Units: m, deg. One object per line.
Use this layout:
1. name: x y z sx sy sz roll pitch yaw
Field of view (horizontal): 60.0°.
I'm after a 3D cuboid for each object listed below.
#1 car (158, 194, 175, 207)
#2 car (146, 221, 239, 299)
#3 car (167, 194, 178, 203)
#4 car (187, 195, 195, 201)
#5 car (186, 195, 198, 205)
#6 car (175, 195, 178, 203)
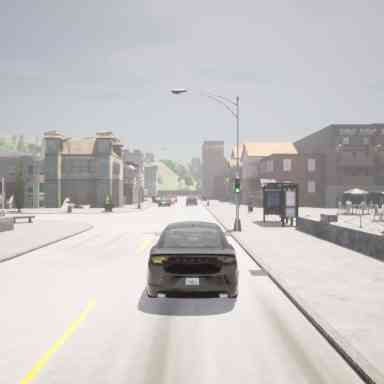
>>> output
1. car: -4.232 1.491 51.979 2.128 1.511 4.902 0 0 0
2. car: 0.028 1.478 8.534 1.882 1.535 5.008 0 0 0
3. car: -4.190 1.355 71.142 2.097 1.767 4.553 0 0 0
4. car: -0.230 1.500 86.030 1.837 1.490 4.892 0 0 0
5. car: -0.052 1.477 58.555 1.882 1.535 5.008 0 0 0
6. car: -4.229 1.352 61.079 2.097 1.767 4.553 0 0 0
